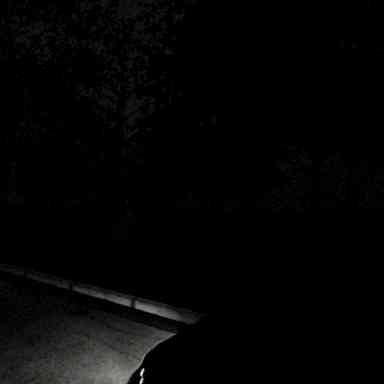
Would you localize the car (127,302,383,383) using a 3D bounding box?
[{"bbox_3d":[1.445,1.564,2.336,4.181,1.385,1.994,0,0,36],"label":"car"}]
